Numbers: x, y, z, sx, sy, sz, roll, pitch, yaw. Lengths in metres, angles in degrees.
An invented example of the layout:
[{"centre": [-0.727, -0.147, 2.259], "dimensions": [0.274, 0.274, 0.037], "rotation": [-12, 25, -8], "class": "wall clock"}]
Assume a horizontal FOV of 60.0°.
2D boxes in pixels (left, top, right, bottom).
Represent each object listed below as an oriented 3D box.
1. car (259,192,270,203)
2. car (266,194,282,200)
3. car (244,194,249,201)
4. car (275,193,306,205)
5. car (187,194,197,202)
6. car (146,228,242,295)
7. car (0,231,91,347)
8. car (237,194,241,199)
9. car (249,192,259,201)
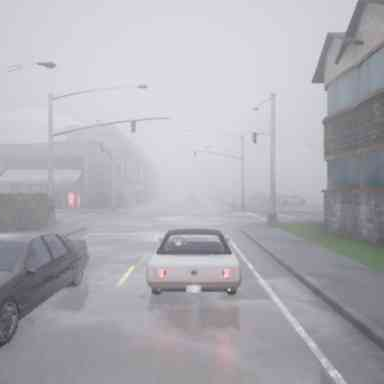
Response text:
[{"centre": [14.161, 1.041, 55.027], "dimensions": [5.027, 1.636, 2.152], "rotation": [0, 0, 0], "class": "car"}, {"centre": [21.301, 1.199, 86.332], "dimensions": [3.806, 1.475, 1.970], "rotation": [0, 0, 0], "class": "car"}, {"centre": [13.746, 0.949, 70.727], "dimensions": [4.605, 1.855, 1.932], "rotation": [0, 0, 0], "class": "car"}, {"centre": [14.486, 1.135, 48.610], "dimensions": [3.806, 1.475, 1.970], "rotation": [0, 0, 0], "class": "car"}, {"centre": [-0.005, 1.181, 72.456], "dimensions": [2.097, 1.767, 4.553], "rotation": [0, 0, 0], "class": "car"}, {"centre": [0.057, 1.581, 8.636], "dimensions": [1.895, 1.301, 4.718], "rotation": [0, 0, 1], "class": "car"}, {"centre": [-3.584, 1.532, 6.516], "dimensions": [2.033, 1.411, 5.357], "rotation": [0, 0, 0], "class": "car"}, {"centre": [13.880, 1.182, 89.311], "dimensions": [3.633, 1.501, 1.845], "rotation": [0, 0, 0], "class": "car"}, {"centre": [14.159, 0.935, 67.821], "dimensions": [3.866, 1.878, 1.905], "rotation": [0, 0, 0], "class": "car"}]
